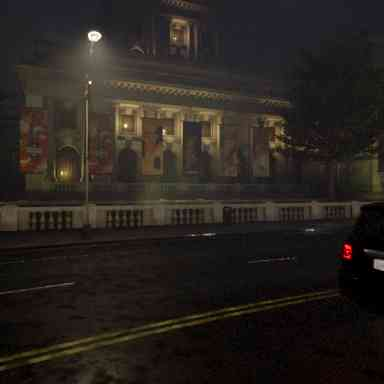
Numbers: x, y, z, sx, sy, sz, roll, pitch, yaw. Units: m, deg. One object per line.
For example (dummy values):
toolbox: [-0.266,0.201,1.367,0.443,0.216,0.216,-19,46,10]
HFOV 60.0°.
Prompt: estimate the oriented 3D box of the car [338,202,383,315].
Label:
car: [5.196,1.214,6.007,5.566,2.045,2.150,1,0,-26]
